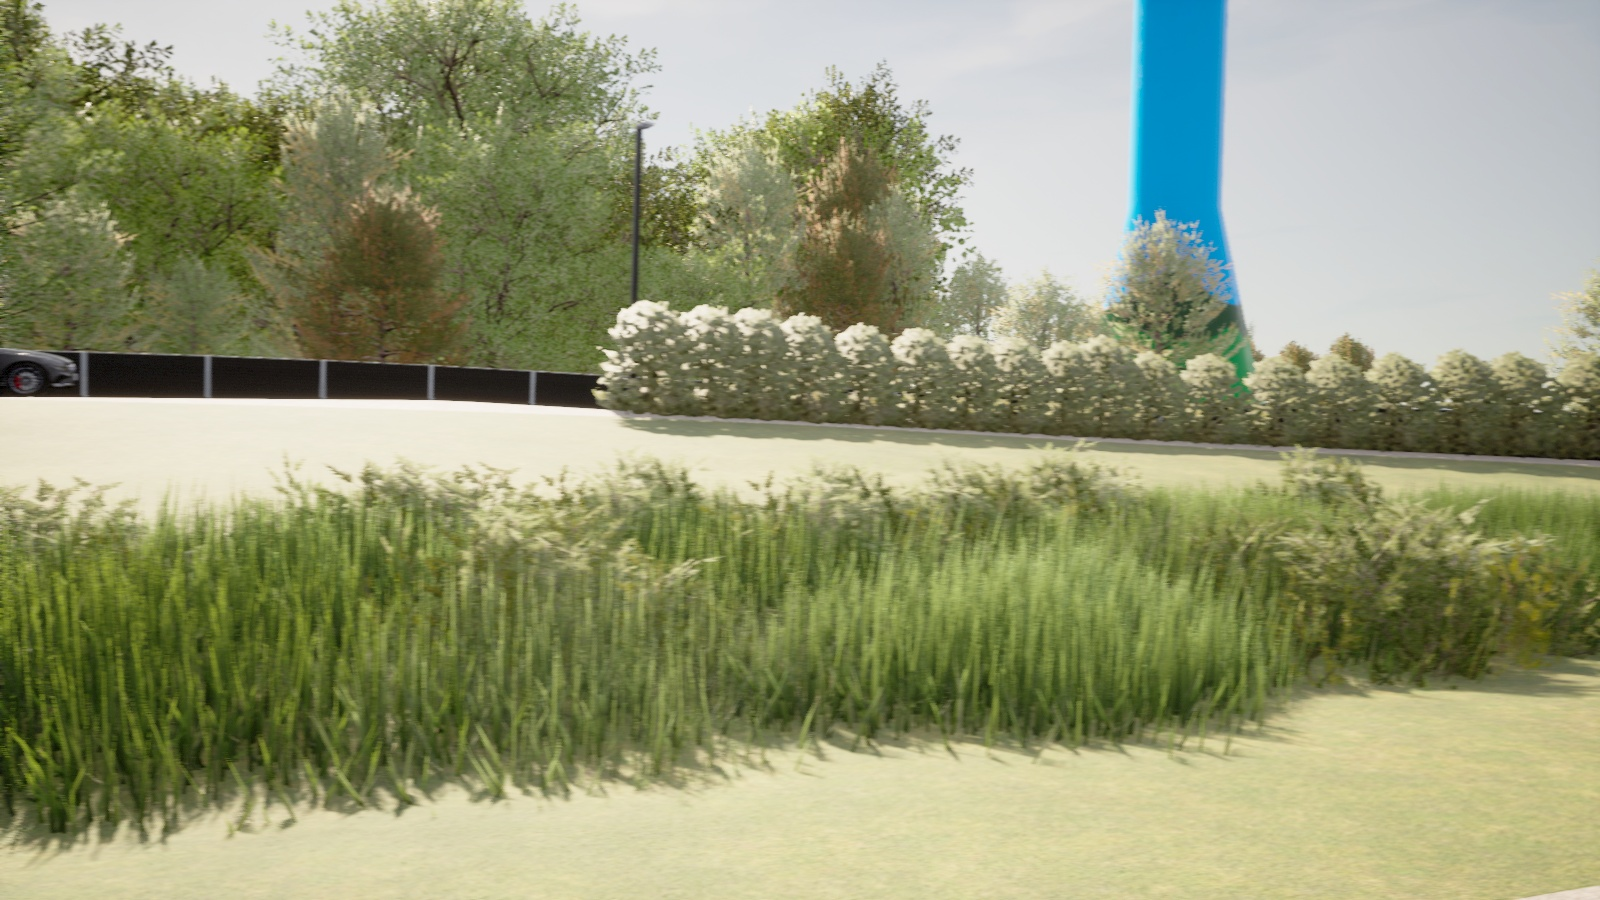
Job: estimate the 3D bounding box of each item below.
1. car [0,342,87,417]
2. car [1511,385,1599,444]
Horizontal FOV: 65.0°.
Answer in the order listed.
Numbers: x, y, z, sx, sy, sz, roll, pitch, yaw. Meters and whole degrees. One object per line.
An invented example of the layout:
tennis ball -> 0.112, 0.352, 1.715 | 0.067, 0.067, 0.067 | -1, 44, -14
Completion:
car -> -16.923, -1.367, 24.909 | 4.674, 1.442, 1.812 | -2, 1, -26
car -> 22.449, -0.929, 34.032 | 5.366, 1.575, 1.801 | 2, 1, 25
